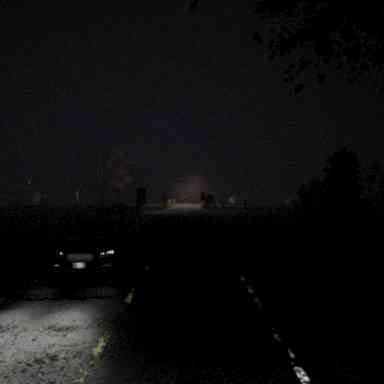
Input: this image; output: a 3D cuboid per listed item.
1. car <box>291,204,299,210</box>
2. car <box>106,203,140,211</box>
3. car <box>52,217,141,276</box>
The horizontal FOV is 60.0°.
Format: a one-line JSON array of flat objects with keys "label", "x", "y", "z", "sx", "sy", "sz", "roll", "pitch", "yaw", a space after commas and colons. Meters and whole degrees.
[{"label": "car", "x": 16.279, "y": 2.067, "z": 46.093, "sx": 4.902, "sy": 1.511, "sz": 2.128, "roll": 0, "pitch": 0, "yaw": -1}, {"label": "car", "x": -9.228, "y": 2.099, "z": 45.613, "sx": 4.718, "sy": 1.301, "sz": 1.895, "roll": 0, "pitch": 0, "yaw": -1}, {"label": "car", "x": -2.848, "y": 1.612, "z": 10.867, "sx": 2.128, "sy": 1.511, "sz": 4.902, "roll": 0, "pitch": -1, "yaw": 0}]
